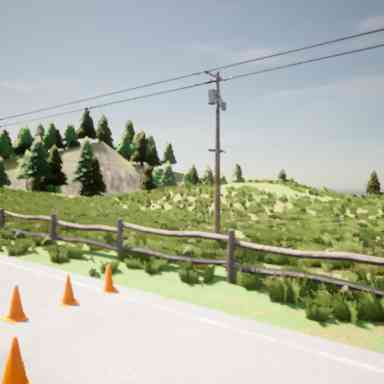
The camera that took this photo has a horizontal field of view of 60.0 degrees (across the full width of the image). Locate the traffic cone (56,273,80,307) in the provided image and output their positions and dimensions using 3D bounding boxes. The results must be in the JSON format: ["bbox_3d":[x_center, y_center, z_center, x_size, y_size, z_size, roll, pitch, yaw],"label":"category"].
[{"bbox_3d":[-2.434,1.897,6.541,0.340,0.580,0.340,1,0,36],"label":"traffic cone"}]

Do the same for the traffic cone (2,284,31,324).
[{"bbox_3d":[-3.022,1.892,5.732,0.340,0.580,0.340,1,0,36],"label":"traffic cone"}]

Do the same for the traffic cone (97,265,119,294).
[{"bbox_3d":[-1.846,1.901,7.350,0.340,0.580,0.340,1,0,36],"label":"traffic cone"}]

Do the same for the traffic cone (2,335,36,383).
[{"bbox_3d":[-1.993,1.915,3.748,0.340,0.580,0.340,1,0,36],"label":"traffic cone"}]
